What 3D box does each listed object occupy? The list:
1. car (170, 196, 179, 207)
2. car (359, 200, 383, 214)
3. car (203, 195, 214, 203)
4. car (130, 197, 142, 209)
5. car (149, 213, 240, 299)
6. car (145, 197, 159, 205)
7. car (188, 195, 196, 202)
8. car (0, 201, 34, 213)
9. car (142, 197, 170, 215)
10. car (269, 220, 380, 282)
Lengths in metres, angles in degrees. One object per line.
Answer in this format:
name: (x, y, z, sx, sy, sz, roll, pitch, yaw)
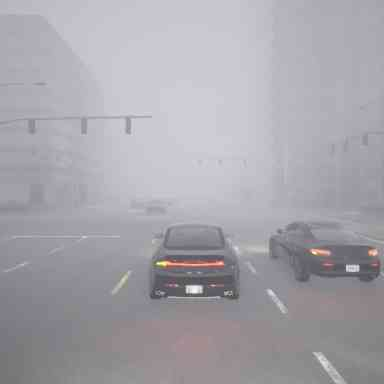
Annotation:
car: (-3.575, 1.547, 51.754, 2.033, 1.411, 5.357, 0, 0, 0)
car: (20.858, 1.547, 35.520, 5.357, 1.411, 2.033, 0, 0, 1)
car: (3.567, 1.502, 71.151, 1.837, 1.490, 4.892, 0, 0, 0)
car: (-7.083, 1.477, 44.977, 1.882, 1.535, 5.008, 0, 0, 0)
car: (0.061, 1.505, 8.409, 1.837, 1.490, 4.892, 0, 0, 0)
car: (-7.054, 1.563, 59.537, 1.994, 1.385, 4.181, 0, 0, 0)
car: (0.025, 1.364, 73.917, 2.128, 1.511, 4.902, 0, 0, 0)
car: (-19.800, 1.601, 35.832, 4.718, 1.301, 1.895, 0, 0, 1)
car: (-3.588, 1.477, 34.141, 1.882, 1.535, 5.008, 0, 0, 0)
car: (3.567, 1.526, 9.664, 1.812, 1.442, 4.674, 0, 0, 0)
